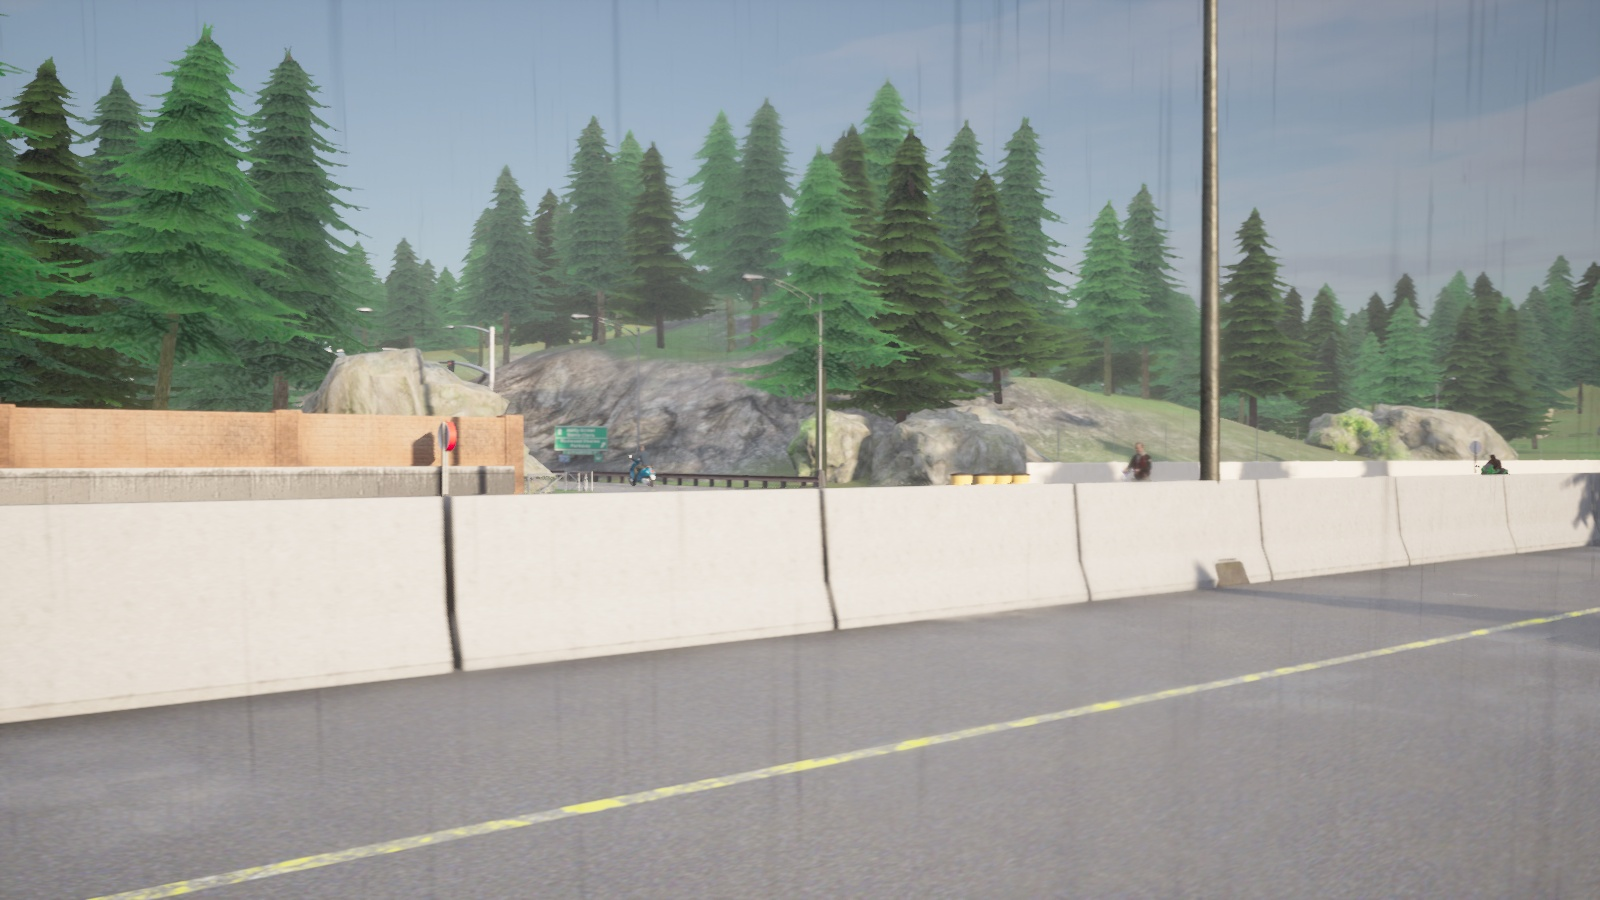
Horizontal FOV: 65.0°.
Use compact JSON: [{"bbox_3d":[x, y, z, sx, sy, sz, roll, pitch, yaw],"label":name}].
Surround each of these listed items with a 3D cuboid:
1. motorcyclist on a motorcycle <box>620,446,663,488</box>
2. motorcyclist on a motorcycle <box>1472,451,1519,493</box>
[{"bbox_3d":[-6.107,0.652,48.311,0.866,1.590,1.817,0,0,-38],"label":"motorcyclist on a motorcycle"},{"bbox_3d":[25.750,0.796,46.507,2.044,1.523,0.797,0,0,-38],"label":"motorcyclist on a motorcycle"}]
